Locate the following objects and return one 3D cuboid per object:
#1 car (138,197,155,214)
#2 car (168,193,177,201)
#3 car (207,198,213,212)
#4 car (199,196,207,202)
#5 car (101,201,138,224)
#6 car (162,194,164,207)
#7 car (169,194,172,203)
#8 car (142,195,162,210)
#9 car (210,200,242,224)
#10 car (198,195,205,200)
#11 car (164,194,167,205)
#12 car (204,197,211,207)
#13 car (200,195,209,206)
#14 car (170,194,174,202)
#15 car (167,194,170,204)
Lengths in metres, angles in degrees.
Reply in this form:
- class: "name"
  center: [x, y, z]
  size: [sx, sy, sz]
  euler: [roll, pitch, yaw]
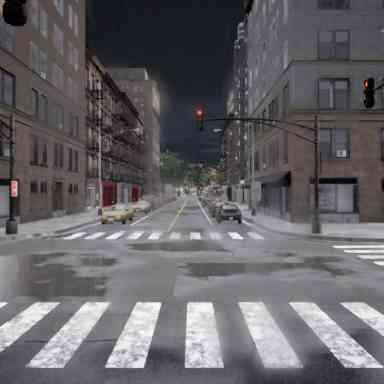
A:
- class: "car"
  center: [-5.405, 1.528, 35.459]
  size: [1.752, 1.417, 4.829]
  euler: [0, 0, 0]
- class: "car"
  center: [-5.373, 1.330, 90.450]
  size: [2.192, 1.841, 5.009]
  euler: [0, 0, 0]
- class: "car"
  center: [2.643, 1.547, 30.145]
  size: [1.887, 1.381, 4.507]
  euler: [0, 0, 0]
- class: "car"
  center: [2.654, 1.556, 79.483]
  size: [1.887, 1.381, 4.507]
  euler: [0, 0, 0]
- class: "car"
  center: [-5.411, 1.527, 24.495]
  size: [1.752, 1.417, 4.829]
  euler: [0, 0, 0]
- class: "car"
  center: [-5.398, 1.445, 46.593]
  size: [1.967, 1.590, 4.097]
  euler: [0, 0, 0]
- class: "car"
  center: [-5.389, 1.574, 63.040]
  size: [1.947, 1.339, 4.313]
  euler: [0, 0, 0]
- class: "car"
  center: [-5.401, 1.319, 41.111]
  size: [2.192, 1.841, 5.009]
  euler: [0, 0, 0]
- class: "car"
  center: [2.642, 1.552, 24.664]
  size: [2.008, 1.369, 4.403]
  euler: [0, 0, 0]
- class: "car"
  center: [2.657, 1.597, 90.447]
  size: [1.802, 1.307, 4.206]
  euler: [0, 0, 0]
- class: "car"
  center: [-5.395, 1.446, 52.075]
  size: [1.967, 1.590, 4.097]
  euler: [0, 0, 0]
- class: "car"
  center: [2.644, 1.554, 35.627]
  size: [2.008, 1.369, 4.403]
  euler: [0, 0, 0]
- class: "car"
  center: [2.648, 1.557, 52.073]
  size: [2.008, 1.369, 4.403]
  euler: [0, 0, 0]
- class: "car"
  center: [-5.385, 1.324, 68.522]
  size: [2.192, 1.841, 5.009]
  euler: [0, 0, 0]
- class: "car"
  center: [-5.392, 1.557, 57.557]
  size: [2.008, 1.369, 4.403]
  euler: [0, 0, 0]
